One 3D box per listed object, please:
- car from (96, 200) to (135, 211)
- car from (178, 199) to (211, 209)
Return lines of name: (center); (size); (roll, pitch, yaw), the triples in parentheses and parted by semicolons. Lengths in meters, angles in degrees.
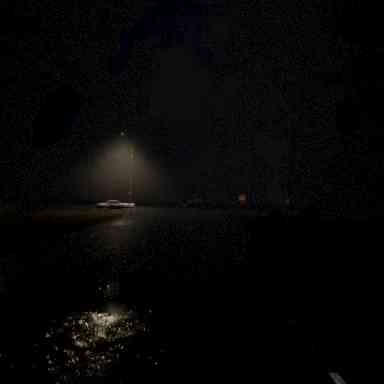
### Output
car: (-9.727, 1.715, 42.703); (4.718, 1.301, 1.895); (1, 0, 0)
car: (0.383, 1.787, 49.653); (4.902, 1.511, 2.128); (2, 0, 0)
